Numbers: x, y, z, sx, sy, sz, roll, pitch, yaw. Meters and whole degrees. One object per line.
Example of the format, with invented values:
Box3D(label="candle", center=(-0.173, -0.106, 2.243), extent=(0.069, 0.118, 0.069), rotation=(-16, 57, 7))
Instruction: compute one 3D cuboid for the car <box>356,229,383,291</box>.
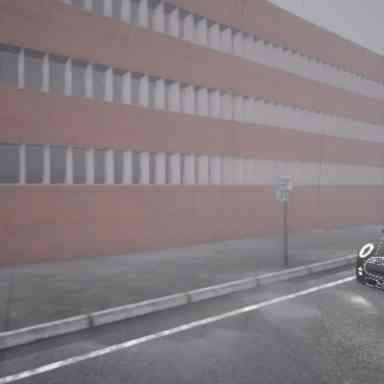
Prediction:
Box3D(label="car", center=(5.882, 1.293, 7.898), extent=(4.553, 1.767, 2.097), rotation=(-1, 0, -36))
